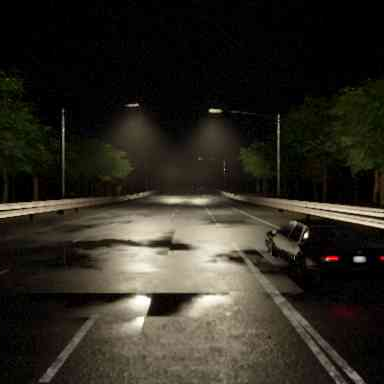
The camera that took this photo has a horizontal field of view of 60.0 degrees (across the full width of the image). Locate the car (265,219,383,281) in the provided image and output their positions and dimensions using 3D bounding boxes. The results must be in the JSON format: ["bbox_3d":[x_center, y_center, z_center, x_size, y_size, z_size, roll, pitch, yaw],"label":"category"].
[{"bbox_3d":[3.620,1.516,9.785,2.033,1.411,5.357,0,0,-1],"label":"car"}]
